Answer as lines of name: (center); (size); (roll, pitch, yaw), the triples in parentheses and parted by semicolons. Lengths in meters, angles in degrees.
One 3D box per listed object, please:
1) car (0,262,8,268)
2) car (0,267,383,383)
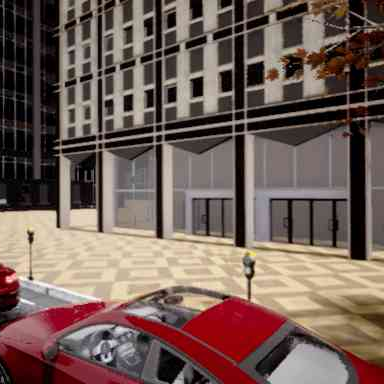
car: (-4.909, 1.598, 6.376); (4.206, 1.307, 1.802); (0, 0, 35)
car: (-0.298, 1.586, 3.090); (4.206, 1.307, 1.802); (0, 0, 35)
